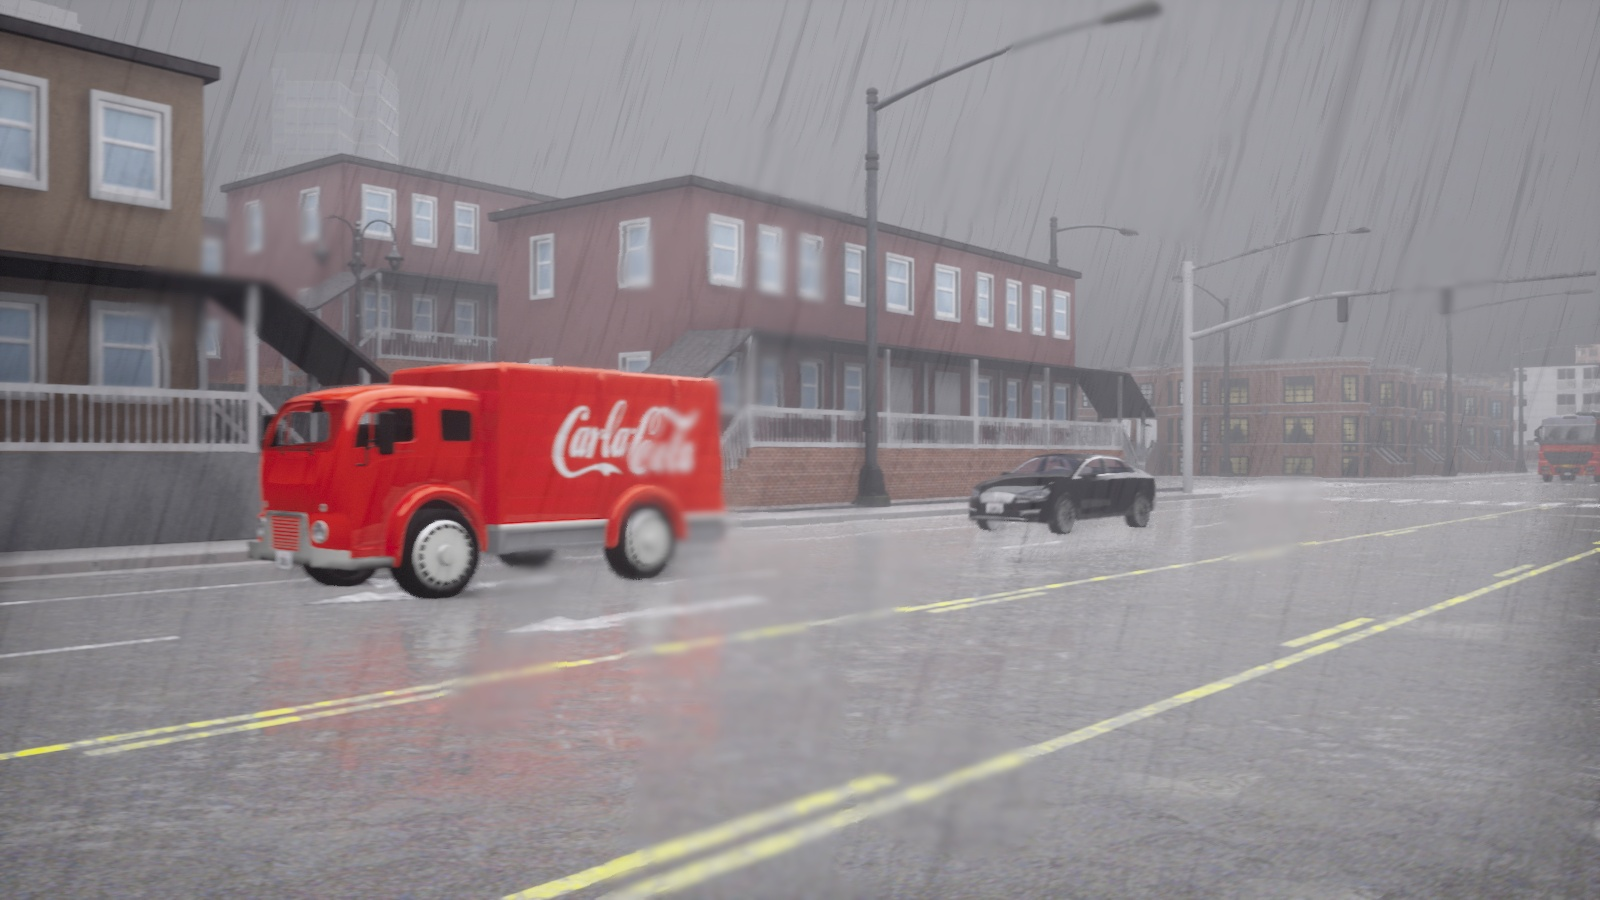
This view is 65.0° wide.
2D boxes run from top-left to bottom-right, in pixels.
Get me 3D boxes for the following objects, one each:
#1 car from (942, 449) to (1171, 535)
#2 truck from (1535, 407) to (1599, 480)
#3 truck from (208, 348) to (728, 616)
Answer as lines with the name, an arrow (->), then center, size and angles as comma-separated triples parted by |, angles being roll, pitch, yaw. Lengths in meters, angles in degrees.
car -> 5.126, 0.749, 24.621 | 2.128, 1.511, 4.902 | 0, 0, 43
truck -> 43.456, -0.347, 69.999 | 2.891, 3.827, 8.468 | 0, 0, 40
truck -> -3.573, 0.299, 14.403 | 2.627, 2.467, 5.204 | 0, 0, 40
